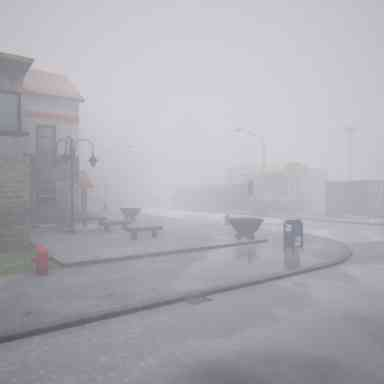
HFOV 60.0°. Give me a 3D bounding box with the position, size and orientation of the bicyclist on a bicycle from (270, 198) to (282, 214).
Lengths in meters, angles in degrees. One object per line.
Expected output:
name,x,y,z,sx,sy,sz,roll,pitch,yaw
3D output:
bicyclist on a bicycle,8.091,1.349,32.036,1.656,1.620,0.582,0,0,-35
